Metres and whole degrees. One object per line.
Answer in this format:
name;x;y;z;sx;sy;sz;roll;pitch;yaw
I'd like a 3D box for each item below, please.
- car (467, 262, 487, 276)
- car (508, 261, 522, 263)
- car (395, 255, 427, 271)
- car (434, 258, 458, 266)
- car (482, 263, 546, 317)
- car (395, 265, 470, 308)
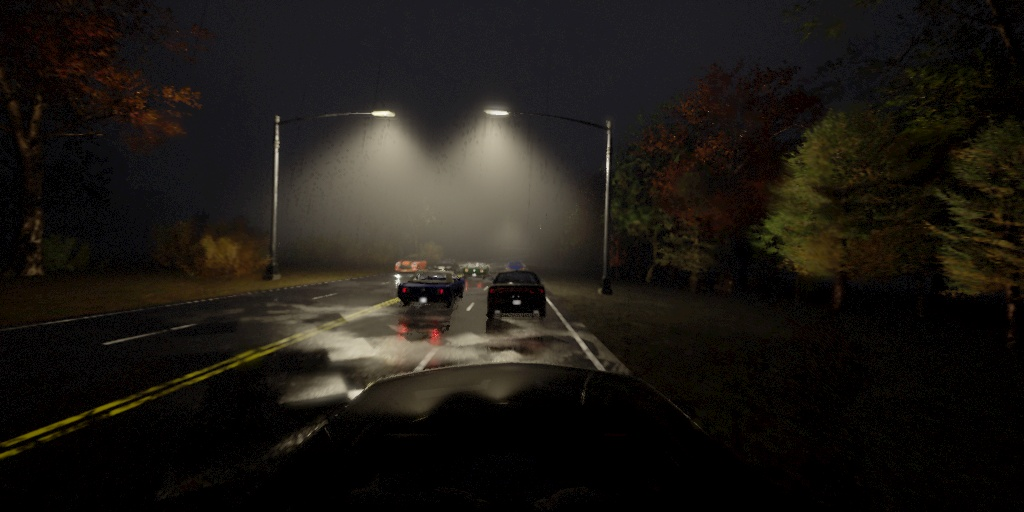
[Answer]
car;-2.990;1.209;30.851;1.895;1.301;4.718;2;0;0
car;0.277;1.210;33.304;1.812;1.442;4.674;0;0;0
car;-9.636;0.739;34.630;2.097;1.767;4.553;2;0;1
car;-6.389;0.980;34.983;2.128;1.511;4.902;2;0;1
car;0.149;1.210;13.073;1.882;1.535;5.008;0;0;0
car;-3.089;1.248;14.779;1.895;1.301;4.718;2;0;0
